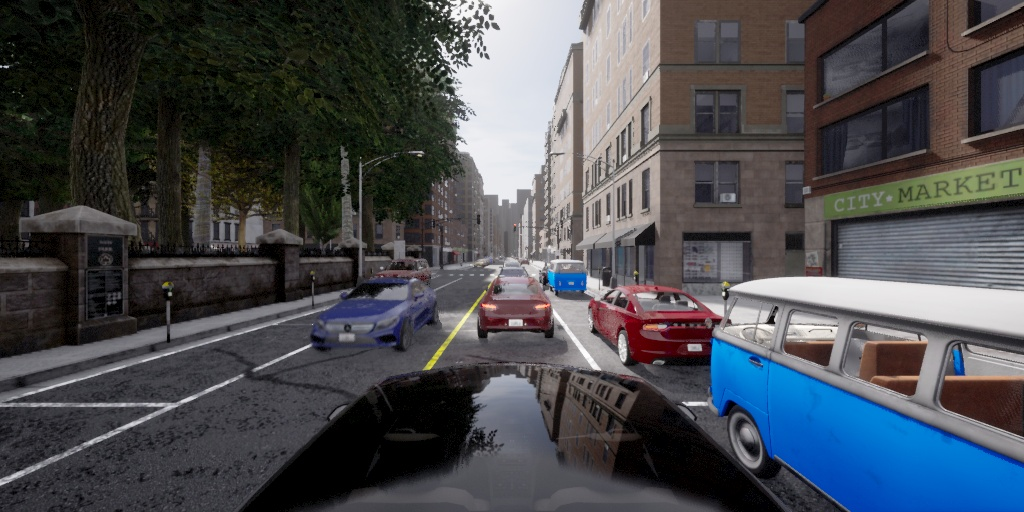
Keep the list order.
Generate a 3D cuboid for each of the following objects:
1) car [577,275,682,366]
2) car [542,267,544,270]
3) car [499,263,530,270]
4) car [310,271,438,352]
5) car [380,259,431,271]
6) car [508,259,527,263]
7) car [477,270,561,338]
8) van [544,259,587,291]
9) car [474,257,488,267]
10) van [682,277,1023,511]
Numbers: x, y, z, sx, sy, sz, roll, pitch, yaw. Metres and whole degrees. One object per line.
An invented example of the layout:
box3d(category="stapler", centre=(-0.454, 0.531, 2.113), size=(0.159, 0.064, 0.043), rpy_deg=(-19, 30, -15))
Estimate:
box3d(category="car", centre=(2.857, 1.294, 7.831), size=(1.888, 1.381, 4.507), rpy_deg=(0, 0, 0))
box3d(category="car", centre=(2.857, 1.307, 24.812), size=(1.948, 1.339, 4.313), rpy_deg=(0, 0, 0))
box3d(category="car", centre=(0.097, 1.292, 19.611), size=(2.033, 1.411, 5.357), rpy_deg=(0, 0, 1))
box3d(category="car", centre=(-3.098, 1.275, 9.059), size=(1.812, 1.442, 4.674), rpy_deg=(0, 0, 0))
box3d(category="car", centre=(-5.668, 1.060, 19.112), size=(2.192, 1.841, 5.009), rpy_deg=(0, 0, 0))
box3d(category="car", centre=(0.004, 1.242, 29.355), size=(1.837, 1.490, 4.892), rpy_deg=(0, 0, 0))
box3d(category="car", centre=(0.095, 1.275, 10.032), size=(1.812, 1.442, 4.674), rpy_deg=(0, 0, 0))
box3d(category="van", centre=(2.857, 1.086, 19.152), size=(1.690, 1.789, 3.998), rpy_deg=(0, 0, 0))
box3d(category="car", centre=(-5.667, 1.230, 62.631), size=(1.751, 1.417, 4.829), rpy_deg=(0, 0, 0))
box3d(category="van", centre=(2.856, 1.091, 2.170), size=(1.690, 1.789, 3.998), rpy_deg=(0, 0, 0))
